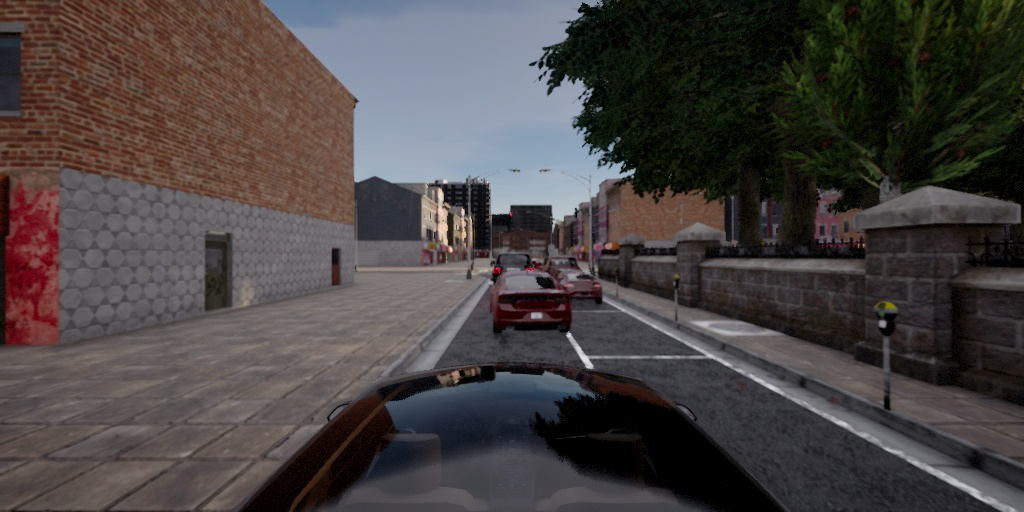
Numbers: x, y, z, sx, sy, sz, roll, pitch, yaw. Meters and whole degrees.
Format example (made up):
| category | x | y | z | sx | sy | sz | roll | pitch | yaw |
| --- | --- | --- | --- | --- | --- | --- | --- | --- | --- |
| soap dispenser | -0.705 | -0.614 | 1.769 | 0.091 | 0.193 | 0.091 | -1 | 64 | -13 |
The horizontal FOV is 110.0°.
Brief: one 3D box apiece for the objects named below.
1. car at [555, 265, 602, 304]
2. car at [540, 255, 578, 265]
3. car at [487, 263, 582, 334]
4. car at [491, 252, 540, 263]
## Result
| category | x | y | z | sx | sy | sz | roll | pitch | yaw |
| --- | --- | --- | --- | --- | --- | --- | --- | --- | --- |
| car | 2.641 | 1.198 | 15.143 | 1.802 | 1.307 | 4.207 | 0 | 0 | 0 |
| car | 2.642 | 0.880 | 20.591 | 2.192 | 1.841 | 5.009 | 0 | 0 | 0 |
| car | 0.341 | 1.141 | 10.323 | 1.882 | 1.535 | 5.008 | 0 | 0 | -5 |
| car | 0.087 | 0.802 | 18.886 | 2.150 | 2.045 | 5.566 | 0 | 1 | 0 |
